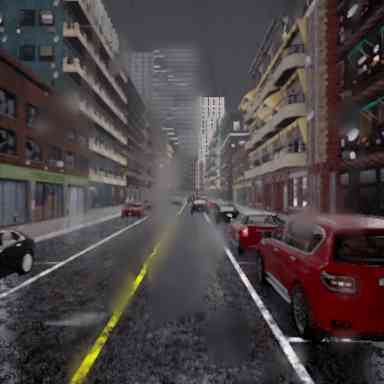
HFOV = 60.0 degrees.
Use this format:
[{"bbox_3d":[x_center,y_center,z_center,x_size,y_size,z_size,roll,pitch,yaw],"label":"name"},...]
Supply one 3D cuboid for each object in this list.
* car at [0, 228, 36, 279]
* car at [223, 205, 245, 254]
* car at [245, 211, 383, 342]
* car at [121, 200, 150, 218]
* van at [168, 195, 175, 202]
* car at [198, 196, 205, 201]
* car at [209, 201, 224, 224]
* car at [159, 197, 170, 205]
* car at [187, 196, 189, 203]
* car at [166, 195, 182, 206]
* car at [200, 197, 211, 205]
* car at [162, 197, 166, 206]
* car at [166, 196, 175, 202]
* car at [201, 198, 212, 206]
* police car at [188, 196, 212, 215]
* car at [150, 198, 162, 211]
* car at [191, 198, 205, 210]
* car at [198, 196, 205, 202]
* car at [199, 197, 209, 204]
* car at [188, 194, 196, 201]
[{"bbox_3d":[-5.324,1.570,7.904,2.008,1.369,4.403,1,0,0],"label":"car"},{"bbox_3d":[2.573,1.472,13.606,1.967,1.590,4.097,1,0,0],"label":"car"},{"bbox_3d":[2.607,1.330,6.483,2.192,1.841,5.009,1,0,0],"label":"car"},{"bbox_3d":[-5.310,1.621,30.663,1.887,1.381,4.507,1,0,0],"label":"car"},{"bbox_3d":[-5.311,1.613,87.560,1.690,1.788,3.998,1,0,0],"label":"van"},{"bbox_3d":[2.566,1.878,93.259,1.802,1.307,4.206,0,0,0],"label":"car"},{"bbox_3d":[2.571,1.627,24.985,1.947,1.339,4.313,1,0,0],"label":"car"},{"bbox_3d":[-5.312,1.711,64.631,1.752,1.417,4.829,1,0,0],"label":"car"},{"bbox_3d":[-0.004,1.471,71.691,2.097,1.767,4.553,0,0,0],"label":"car"},{"bbox_3d":[-2.814,1.723,57.247,1.994,1.385,4.181,0,0,0],"label":"car"},{"bbox_3d":[2.569,1.731,64.813,1.887,1.381,4.507,1,0,0],"label":"car"},{"bbox_3d":[-5.312,1.717,59.111,2.008,1.369,4.403,1,0,0],"label":"car"},{"bbox_3d":[-5.313,1.793,81.871,1.887,1.381,4.507,1,0,0],"label":"car"},{"bbox_3d":[2.569,1.748,59.122,1.802,1.307,4.206,1,0,0],"label":"car"},{"bbox_3d":[0.823,1.517,35.775,1.930,1.638,5.238,0,0,0],"label":"police car"},{"bbox_3d":[-5.310,1.655,42.041,1.887,1.381,4.507,1,0,0],"label":"car"},{"bbox_3d":[0.822,1.627,45.666,1.837,1.490,4.892,0,0,0],"label":"car"},{"bbox_3d":[2.567,1.798,87.740,1.752,1.417,4.829,0,0,0],"label":"car"},{"bbox_3d":[2.568,1.751,70.502,1.887,1.381,4.507,1,0,0],"label":"car"},{"bbox_3d":[-0.005,1.529,86.692,2.097,1.767,4.553,0,0,0],"label":"car"}]
